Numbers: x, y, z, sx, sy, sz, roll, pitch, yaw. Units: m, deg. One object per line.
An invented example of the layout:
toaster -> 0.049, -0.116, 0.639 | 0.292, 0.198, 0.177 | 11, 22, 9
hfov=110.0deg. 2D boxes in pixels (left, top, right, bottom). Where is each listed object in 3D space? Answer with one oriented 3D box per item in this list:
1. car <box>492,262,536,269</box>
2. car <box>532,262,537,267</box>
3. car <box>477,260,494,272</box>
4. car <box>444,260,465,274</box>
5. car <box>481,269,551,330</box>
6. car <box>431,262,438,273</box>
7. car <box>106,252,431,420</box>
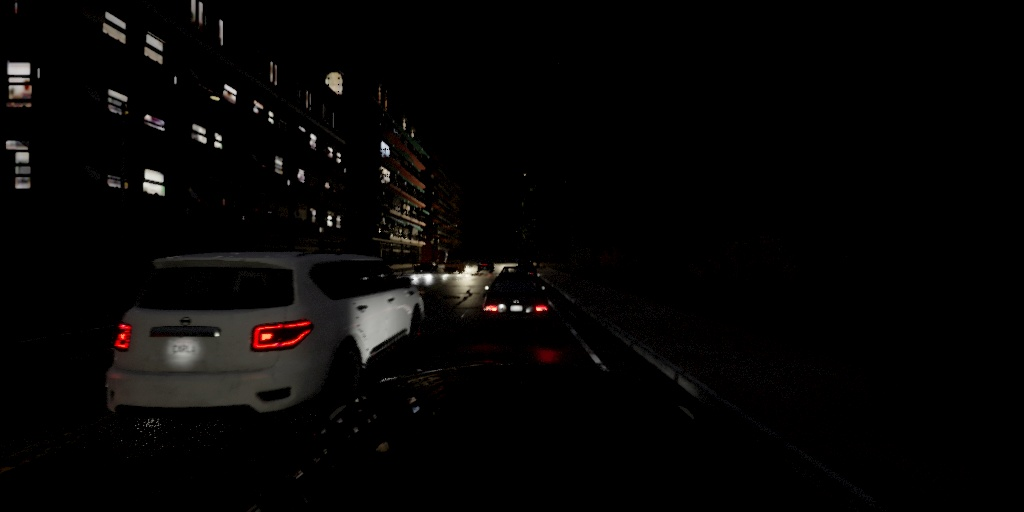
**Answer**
car -> 0.090, 1.279, 21.400 | 2.033, 1.411, 5.357 | 0, 0, 0
car -> 1.123, 1.227, 31.169 | 1.837, 1.490, 4.892 | 0, 0, 0
car -> -3.170, 1.197, 44.020 | 2.128, 1.511, 4.902 | 0, 0, 0
car -> -6.620, 1.187, 41.429 | 1.882, 1.535, 5.008 | 0, 0, 0
car -> 0.099, 1.289, 11.039 | 2.033, 1.411, 5.357 | 0, 0, 0
car -> -9.870, 1.311, 41.309 | 1.895, 1.301, 4.718 | 0, 0, 0
car -> -3.154, 0.967, 6.127 | 2.150, 2.045, 5.566 | 0, 0, 0
